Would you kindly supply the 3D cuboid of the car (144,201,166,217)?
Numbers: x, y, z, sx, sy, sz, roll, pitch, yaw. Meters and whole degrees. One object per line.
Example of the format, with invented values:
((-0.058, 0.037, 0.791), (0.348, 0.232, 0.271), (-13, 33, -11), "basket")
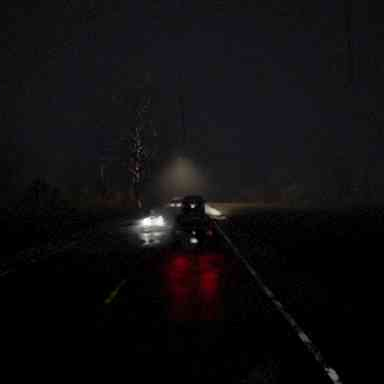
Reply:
((-3.609, 1.647, 32.923), (2.128, 1.511, 4.902), (0, 0, 0), "car")

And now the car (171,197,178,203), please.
((-3.529, 1.774, 73.290), (1.895, 1.301, 4.718), (0, 0, 0), "car")

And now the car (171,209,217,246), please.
((0.091, 1.673, 15.552), (1.895, 1.301, 4.718), (0, 0, 0), "car")

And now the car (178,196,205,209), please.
((0.086, 1.370, 31.709), (2.150, 2.045, 5.566), (0, 0, 0), "car")
